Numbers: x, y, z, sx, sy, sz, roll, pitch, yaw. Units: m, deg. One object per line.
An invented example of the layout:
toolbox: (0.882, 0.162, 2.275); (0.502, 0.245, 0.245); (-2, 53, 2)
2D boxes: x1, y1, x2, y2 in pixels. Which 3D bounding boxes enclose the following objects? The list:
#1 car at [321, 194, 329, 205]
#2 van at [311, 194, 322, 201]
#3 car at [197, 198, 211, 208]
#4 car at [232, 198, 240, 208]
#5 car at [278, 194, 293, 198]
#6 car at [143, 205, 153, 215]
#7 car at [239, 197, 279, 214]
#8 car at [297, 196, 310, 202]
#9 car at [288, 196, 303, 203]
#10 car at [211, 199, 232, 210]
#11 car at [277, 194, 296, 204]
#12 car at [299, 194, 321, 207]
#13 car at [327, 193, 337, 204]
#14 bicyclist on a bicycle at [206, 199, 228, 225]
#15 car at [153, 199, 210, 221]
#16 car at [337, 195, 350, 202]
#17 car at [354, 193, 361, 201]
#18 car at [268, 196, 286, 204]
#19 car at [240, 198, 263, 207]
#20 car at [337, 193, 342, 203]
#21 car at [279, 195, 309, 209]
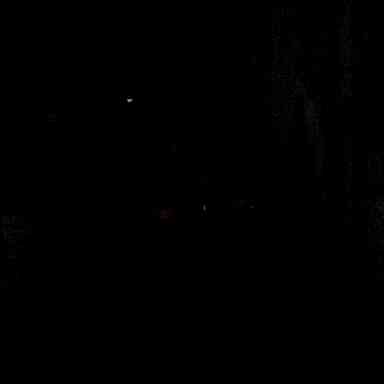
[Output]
car: (19.758, 1.470, 52.740); (1.947, 1.339, 4.313); (-1, 0, 35)
van: (31.911, 1.335, 85.459); (1.690, 1.788, 3.998); (-1, -1, 35)
car: (-0.045, 1.504, 38.991); (1.967, 1.590, 4.097); (-1, 0, 35)
car: (6.251, 1.566, 48.143); (1.752, 1.417, 4.829); (-1, 0, 35)
car: (13.549, 1.457, 48.288); (1.837, 1.490, 4.892); (-1, 0, 35)
car: (-3.239, 1.661, 34.344); (1.802, 1.307, 4.206); (-1, 0, 35)
car: (6.977, 1.512, 34.155); (1.947, 1.339, 4.313); (-1, 0, 35)
car: (25.522, 1.574, 76.163); (1.802, 1.307, 4.206); (-1, 0, 35)
car: (22.328, 1.564, 71.517); (1.947, 1.339, 4.313); (-1, 0, 35)
car: (3.152, 1.633, 43.637); (1.802, 1.307, 4.206); (-1, 0, 35)
car: (19.128, 1.321, 66.872); (2.192, 1.841, 5.009); (-1, 0, 35)
car: (16.561, 1.227, 48.096); (2.192, 1.841, 5.009); (-1, 0, 35)
car: (22.951, 1.211, 57.387); (2.192, 1.841, 5.009); (-1, 0, 35)
bicyclist on a bicycle: (1.549, 1.244, 21.040); (1.656, 1.620, 0.582); (-1, -1, 35)
car: (-0.759, 1.534, 27.488); (1.812, 1.442, 4.674); (-1, 0, 35)
car: (32.636, 1.399, 71.464); (1.752, 1.417, 4.829); (-1, 0, 35)
car: (38.930, 1.457, 80.615); (1.802, 1.307, 4.206); (-1, -1, 35)
car: (15.935, 1.559, 62.224); (1.887, 1.381, 4.507); (-1, 0, 35)
car: (9.544, 1.597, 52.931); (1.947, 1.339, 4.313); (-1, 0, 35)
car: (29.343, 1.195, 66.680); (2.192, 1.841, 5.009); (-1, 0, 35)
car: (13.367, 1.467, 43.448); (1.887, 1.381, 4.507); (-1, 0, 35)
